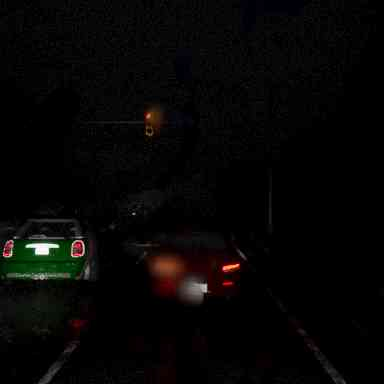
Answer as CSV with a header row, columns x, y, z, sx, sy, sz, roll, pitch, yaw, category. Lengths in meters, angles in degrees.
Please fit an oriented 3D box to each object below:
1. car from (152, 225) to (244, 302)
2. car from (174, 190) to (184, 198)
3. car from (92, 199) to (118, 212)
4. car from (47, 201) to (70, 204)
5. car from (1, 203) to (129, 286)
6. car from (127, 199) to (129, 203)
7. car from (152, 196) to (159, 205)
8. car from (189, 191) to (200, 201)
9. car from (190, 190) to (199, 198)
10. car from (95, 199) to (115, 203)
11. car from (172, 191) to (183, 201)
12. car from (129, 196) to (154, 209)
x,y,z,sx,sy,sz,roll,pitch,yaw,category
0.131,1.526,8.145,1.812,1.442,4.674,0,0,0,car
-2.942,0.510,76.509,2.128,1.511,4.902,0,3,0,car
-10.339,1.564,39.892,1.994,1.385,4.181,0,0,0,car
-10.455,1.493,25.702,2.128,1.511,4.902,0,0,0,car
-3.361,1.352,9.611,2.097,1.767,4.553,0,0,0,car
-10.164,1.457,58.871,1.895,1.301,4.718,0,2,1,car
-6.694,1.411,56.468,2.128,1.511,4.902,0,2,0,car
0.578,0.845,66.640,2.097,1.767,4.553,0,3,0,car
0.561,0.473,76.719,1.837,1.490,4.892,0,3,0,car
-6.953,1.507,25.972,1.837,1.490,4.892,0,-1,0,car
-2.924,0.985,66.399,1.882,1.535,5.008,0,3,1,car
-6.795,1.601,45.211,1.895,1.301,4.718,0,0,0,car
